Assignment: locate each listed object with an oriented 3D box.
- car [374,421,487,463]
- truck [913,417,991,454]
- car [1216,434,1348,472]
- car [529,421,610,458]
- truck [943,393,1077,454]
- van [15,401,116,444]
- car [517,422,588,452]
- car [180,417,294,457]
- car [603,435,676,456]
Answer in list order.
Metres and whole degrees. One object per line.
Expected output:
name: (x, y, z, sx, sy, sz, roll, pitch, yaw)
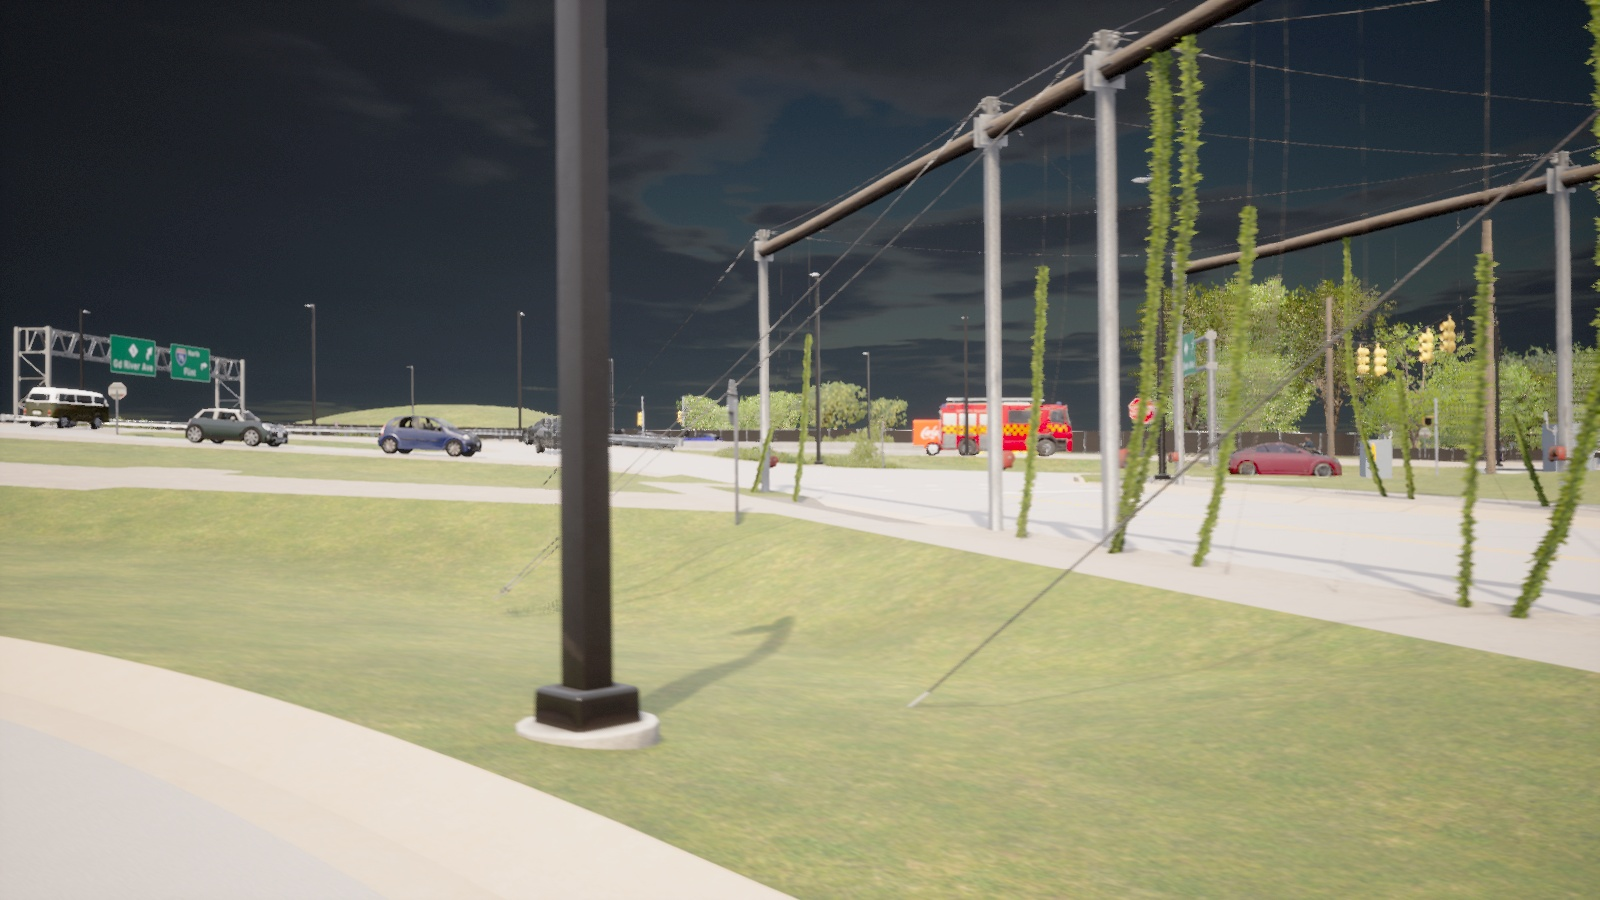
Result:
car: (-15.092, -0.323, 51.341, 3.988, 1.617, 1.851, 2, 0, 5)
truck: (10.323, -0.951, 85.675, 5.204, 2.467, 2.627, 0, 0, 6)
car: (17.708, 0.112, 46.317, 4.181, 1.385, 1.994, 0, 0, 5)
car: (-11.128, -0.543, 60.414, 2.152, 1.651, 5.027, -2, 3, -31)
truck: (13.581, -1.673, 81.815, 8.468, 3.827, 2.891, 0, 0, 6)
van: (-37.913, -1.409, 64.954, 2.069, 2.038, 4.480, 3, 0, 8)
car: (-14.187, -0.775, 71.854, 2.033, 1.649, 4.856, -1, 2, -38)
car: (-23.413, -0.525, 52.267, 3.806, 1.475, 1.970, 2, 0, 7)
car: (-11.659, -0.332, 91.513, 4.902, 1.511, 2.128, 0, 0, 6)
